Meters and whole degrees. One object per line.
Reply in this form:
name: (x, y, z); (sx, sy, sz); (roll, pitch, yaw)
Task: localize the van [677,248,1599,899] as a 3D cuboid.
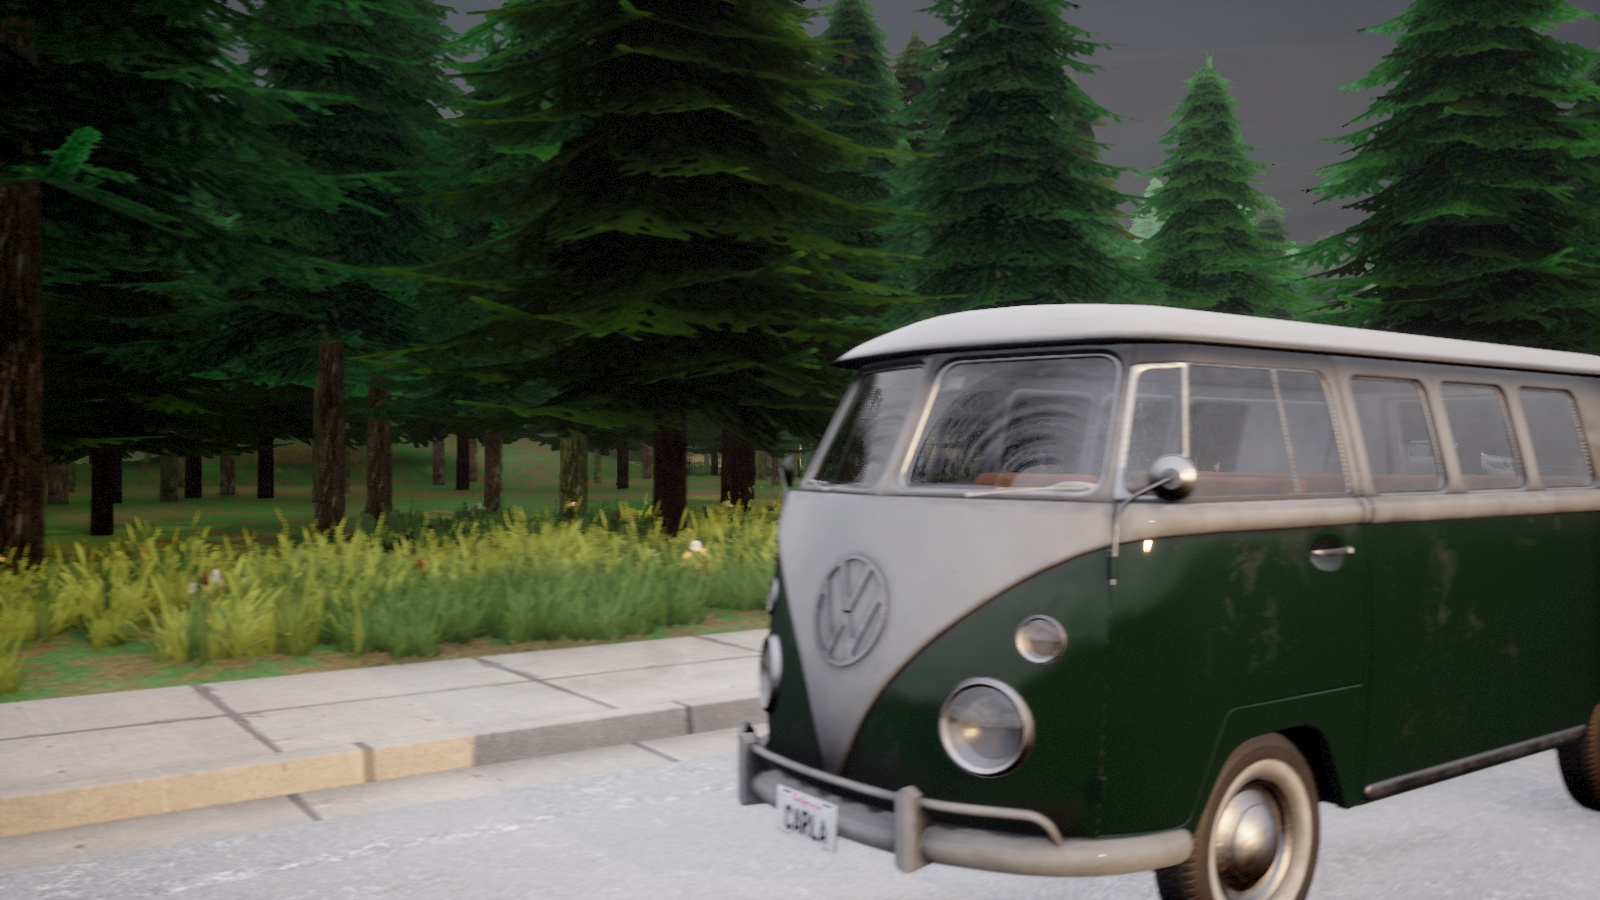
van: (1.882, 0.507, 5.064); (4.442, 1.987, 1.775); (0, 0, -36)

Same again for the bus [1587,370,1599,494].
bus: (31.671, -0.632, 40.190); (3.944, 4.253, 10.273); (0, 0, -33)
